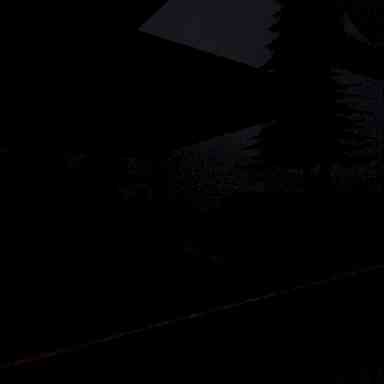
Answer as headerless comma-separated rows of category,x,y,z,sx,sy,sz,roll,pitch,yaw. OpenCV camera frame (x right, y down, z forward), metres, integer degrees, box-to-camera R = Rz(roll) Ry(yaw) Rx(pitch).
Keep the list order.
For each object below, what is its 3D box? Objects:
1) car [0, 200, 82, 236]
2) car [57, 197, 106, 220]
car,-8.969,1.478,18.632,4.611,1.667,2.242,0,0,-36
car,-8.767,1.311,25.762,3.866,1.878,1.905,0,0,-36
